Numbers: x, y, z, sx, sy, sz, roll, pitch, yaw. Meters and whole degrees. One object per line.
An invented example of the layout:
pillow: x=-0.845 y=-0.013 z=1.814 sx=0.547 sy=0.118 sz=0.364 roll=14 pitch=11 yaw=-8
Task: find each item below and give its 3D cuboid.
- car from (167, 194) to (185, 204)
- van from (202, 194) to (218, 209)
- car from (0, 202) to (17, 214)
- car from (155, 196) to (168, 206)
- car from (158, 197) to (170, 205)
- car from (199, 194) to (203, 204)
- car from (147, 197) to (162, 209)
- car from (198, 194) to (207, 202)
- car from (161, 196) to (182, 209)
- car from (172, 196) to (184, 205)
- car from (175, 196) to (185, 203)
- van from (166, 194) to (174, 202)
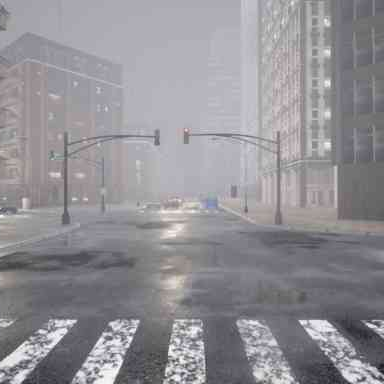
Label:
car: x=-2.713 y=1.415 z=54.253 sx=2.097 sy=1.767 sz=4.553 roll=0 pitch=0 yaw=0
van: x=2.663 y=1.386 z=45.982 sx=1.690 sy=1.788 sz=3.998 roll=0 pitch=0 yaw=0
car: x=-21.071 y=1.789 z=36.702 sx=4.718 sy=1.301 sz=1.895 roll=-1 pitch=-1 yaw=41
car: x=-5.196 y=1.510 z=57.103 sx=1.967 sy=1.590 sz=4.097 roll=0 pitch=0 yaw=0
car: x=-5.185 y=1.650 z=62.655 sx=1.947 sy=1.339 sz=4.313 roll=0 pitch=0 yaw=0
car: x=2.707 y=1.644 z=68.191 sx=1.887 sy=1.381 sz=4.507 roll=0 pitch=0 yaw=0
car: x=-5.219 y=1.570 z=45.828 sx=1.752 sy=1.417 sz=4.829 roll=0 pitch=0 yaw=0
car: x=2.739 y=1.467 z=84.850 sx=2.192 sy=1.841 sz=5.009 roll=0 pitch=0 yaw=0
car: x=-2.737 y=1.644 z=45.127 sx=1.895 sy=1.301 sz=4.718 roll=0 pitch=0 yaw=0
car: x=-2.666 y=1.580 z=64.093 sx=2.128 sy=1.511 sz=4.902 roll=0 pitch=0 yaw=1
car: x=-2.599 y=1.669 z=73.975 sx=1.994 sy=1.385 sz=4.181 roll=0 pitch=0 yaw=0
van: x=-5.150 y=1.474 z=79.311 sx=1.690 sy=1.788 sz=3.998 roll=0 pitch=0 yaw=0
